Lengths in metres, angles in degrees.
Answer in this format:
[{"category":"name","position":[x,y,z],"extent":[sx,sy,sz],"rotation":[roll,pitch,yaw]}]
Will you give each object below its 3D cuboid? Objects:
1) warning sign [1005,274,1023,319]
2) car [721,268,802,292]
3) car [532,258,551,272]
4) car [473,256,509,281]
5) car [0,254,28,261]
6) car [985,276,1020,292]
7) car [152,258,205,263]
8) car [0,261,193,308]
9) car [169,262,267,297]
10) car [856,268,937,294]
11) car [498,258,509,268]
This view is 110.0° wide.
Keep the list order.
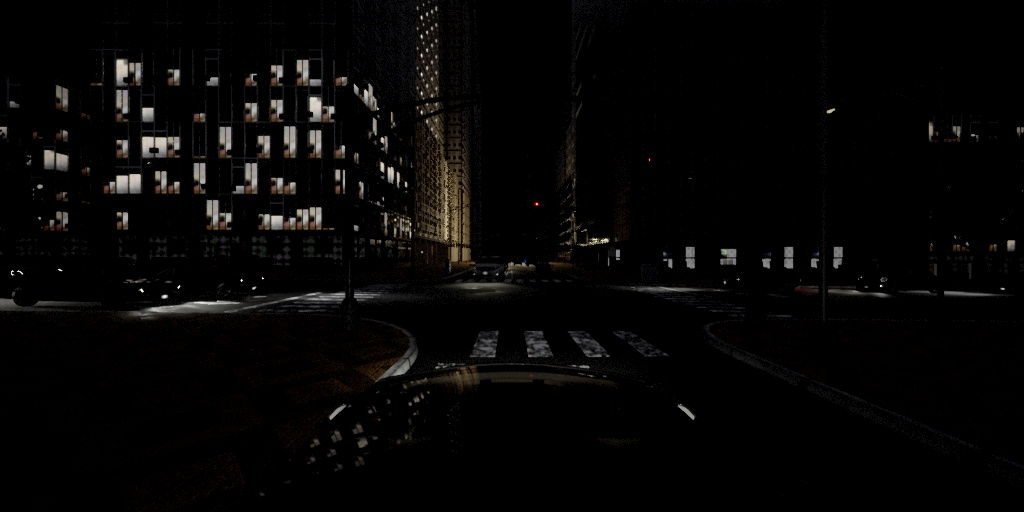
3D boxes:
[{"category":"warning sign","position":[17.282,1.204,11.746],"extent":[1.060,1.860,1.300],"rotation":[0,0,-3]},{"category":"car","position":[16.902,1.569,24.442],"extent":[4.902,1.511,2.128],"rotation":[1,0,-3]},{"category":"car","position":[3.959,1.329,45.558],"extent":[1.948,1.339,4.313],"rotation":[0,0,0]},{"category":"car","position":[-1.849,0.991,30.699],"extent":[2.150,2.045,5.566],"rotation":[0,0,5]},{"category":"car","position":[-22.915,0.706,15.919],"extent":[4.553,1.767,2.097],"rotation":[1,0,-3]},{"category":"car","position":[36.763,2.035,25.339],"extent":[4.718,1.301,1.895],"rotation":[1,0,-2]},{"category":"car","position":[-21.518,0.855,22.654],"extent":[5.008,1.535,1.882],"rotation":[1,0,-2]},{"category":"car","position":[-15.289,1.042,13.042],"extent":[5.357,1.411,2.033],"rotation":[1,0,0]},{"category":"car","position":[-14.010,1.118,16.322],"extent":[4.718,1.301,1.895],"rotation":[1,0,-3]},{"category":"car","position":[26.748,1.606,24.889],"extent":[4.553,1.767,2.097],"rotation":[1,0,-3]},{"category":"car","position":[-1.537,1.229,63.904],"extent":[1.882,1.535,5.008],"rotation":[0,0,0]}]
